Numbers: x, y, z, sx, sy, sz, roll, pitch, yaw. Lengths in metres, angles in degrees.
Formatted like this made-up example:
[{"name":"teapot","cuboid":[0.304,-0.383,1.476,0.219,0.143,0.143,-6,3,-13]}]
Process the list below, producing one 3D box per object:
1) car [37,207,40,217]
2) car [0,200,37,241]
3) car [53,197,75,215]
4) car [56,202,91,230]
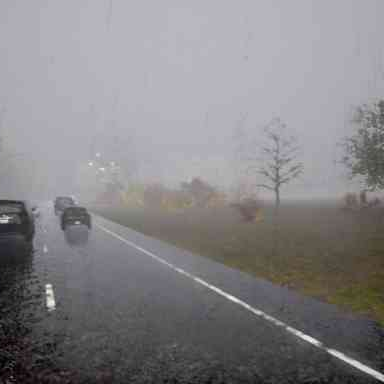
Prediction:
[{"name":"car","cuboid":[-16.945,1.956,34.610,1.895,1.301,4.718,-1,0,-23]},{"name":"car","cuboid":[-9.541,1.414,17.496,2.150,2.045,5.566,-1,0,-24]},{"name":"car","cuboid":[-14.742,1.562,38.391,2.150,2.045,5.566,-1,0,-23]},{"name":"car","cuboid":[-8.096,1.696,22.898,1.837,1.490,4.892,-1,0,-24]}]
